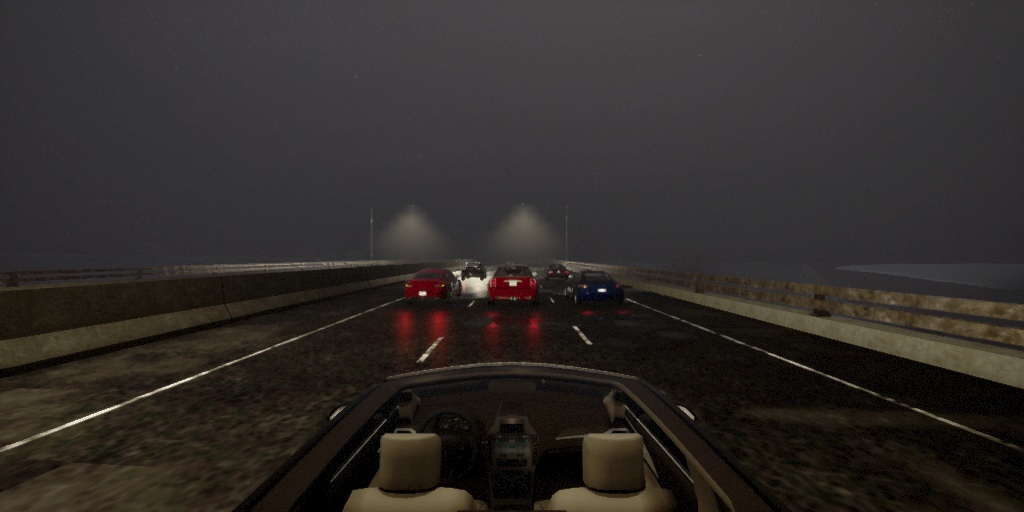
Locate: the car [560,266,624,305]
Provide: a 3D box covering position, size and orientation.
[{"bbox_3d":[3.563,1.328,16.117,1.994,1.385,4.181,0,0,0],"label":"car"}]

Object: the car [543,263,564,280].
[{"bbox_3d":[3.754,1.337,31.011,2.033,1.411,5.357,0,0,1],"label":"car"}]

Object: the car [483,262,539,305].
[{"bbox_3d":[0.063,1.121,16.117,2.097,1.767,4.553,0,0,0],"label":"car"}]

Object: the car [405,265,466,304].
[{"bbox_3d":[-3.437,1.288,16.177,1.812,1.442,4.674,0,0,0],"label":"car"}]

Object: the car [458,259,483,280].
[{"bbox_3d":[-3.245,1.268,31.131,2.128,1.511,4.902,0,0,1],"label":"car"}]
